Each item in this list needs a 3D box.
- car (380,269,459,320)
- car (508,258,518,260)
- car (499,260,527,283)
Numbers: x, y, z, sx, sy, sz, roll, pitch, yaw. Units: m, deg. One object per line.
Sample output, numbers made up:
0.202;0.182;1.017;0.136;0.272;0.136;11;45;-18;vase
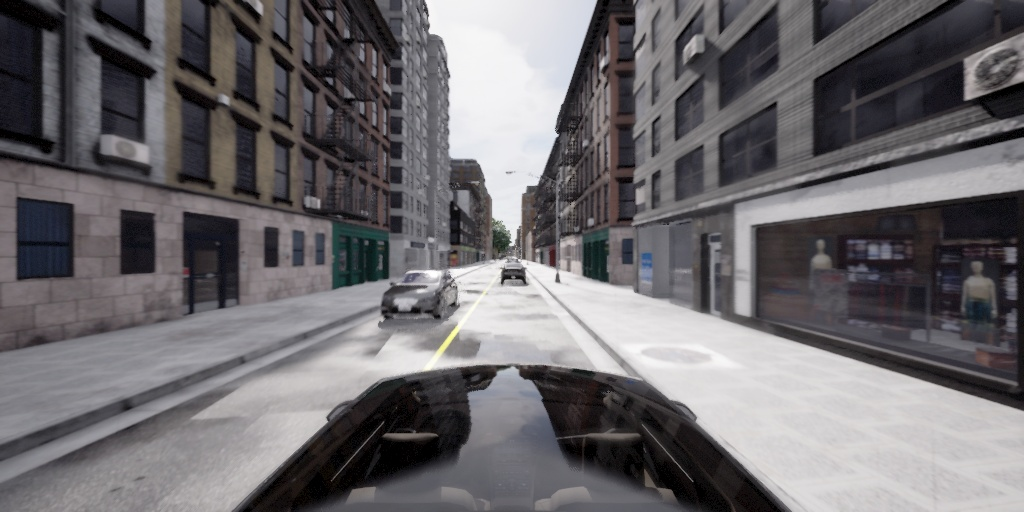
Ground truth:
-3.080;1.242;12.772;2.128;1.511;4.902;0;0;0;car
0.117;1.102;47.537;2.097;1.767;4.553;0;0;0;car
0.110;1.255;27.764;1.837;1.490;4.892;0;0;0;car
